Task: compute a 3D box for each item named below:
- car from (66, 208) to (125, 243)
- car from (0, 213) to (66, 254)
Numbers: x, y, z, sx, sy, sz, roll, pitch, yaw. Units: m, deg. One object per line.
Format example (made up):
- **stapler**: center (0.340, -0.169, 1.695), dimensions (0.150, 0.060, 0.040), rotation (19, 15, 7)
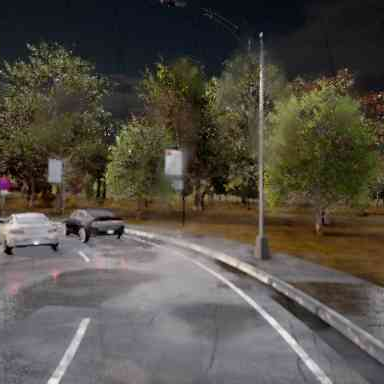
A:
- **car**: center (-5.104, 1.565, 16.724), dimensions (2.128, 1.511, 4.902), rotation (1, -1, -38)
- **car**: center (-6.878, 1.579, 13.865), dimensions (1.812, 1.442, 4.674), rotation (1, -1, -34)
